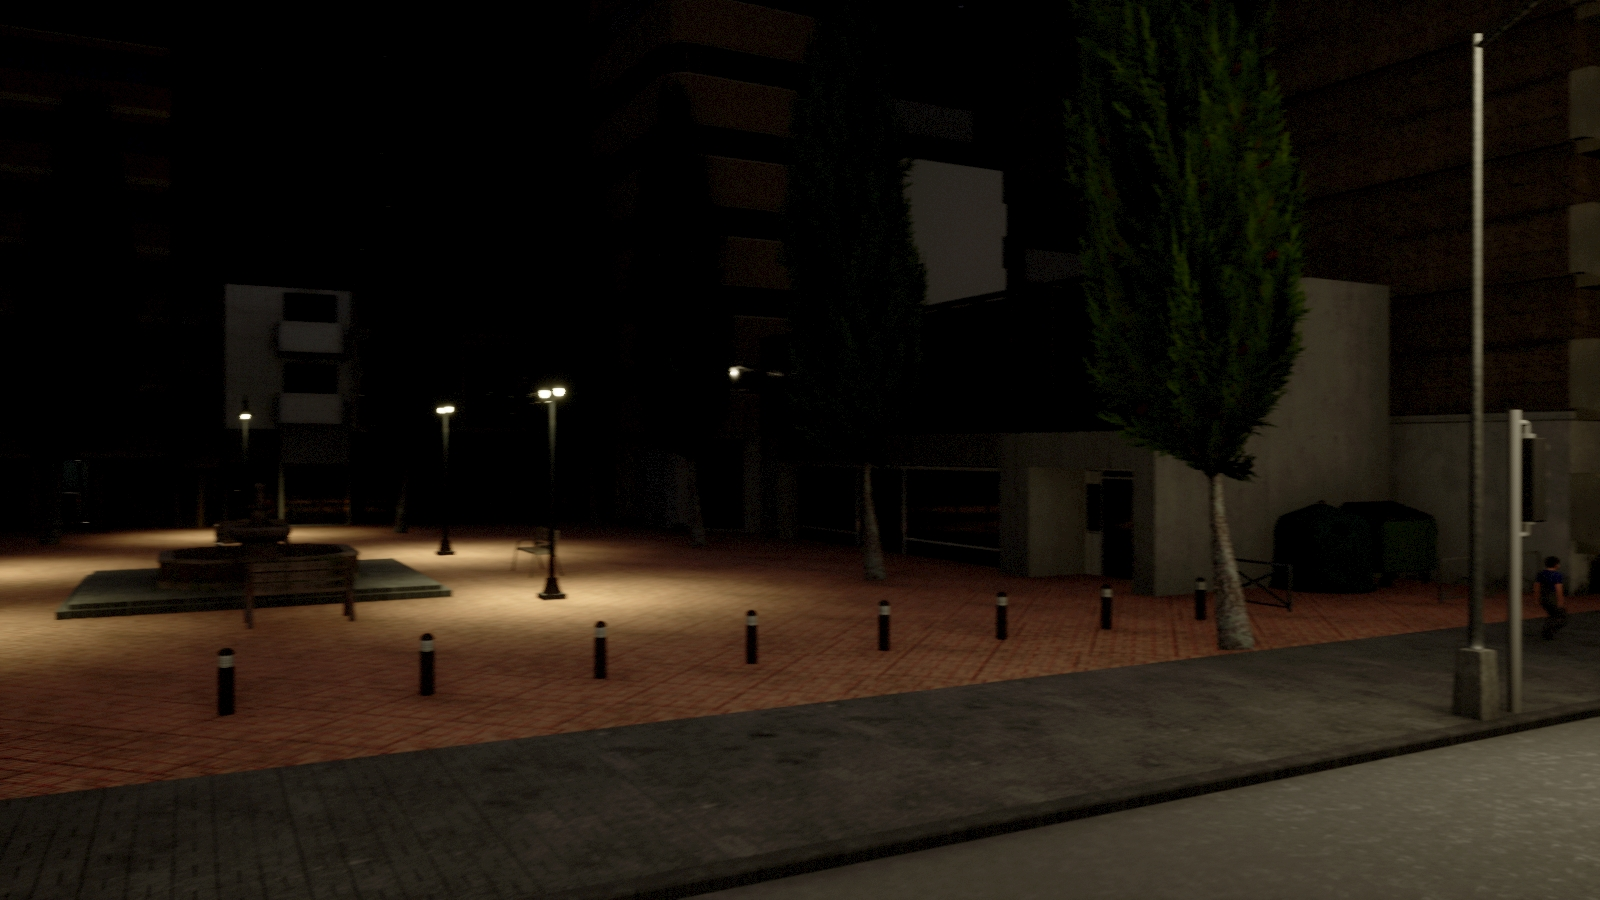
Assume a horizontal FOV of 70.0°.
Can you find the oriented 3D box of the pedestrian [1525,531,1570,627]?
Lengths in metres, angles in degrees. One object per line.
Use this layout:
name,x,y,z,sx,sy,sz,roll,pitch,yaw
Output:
pedestrian,10.551,1.811,16.130,0.375,1.300,0.375,0,0,-17
